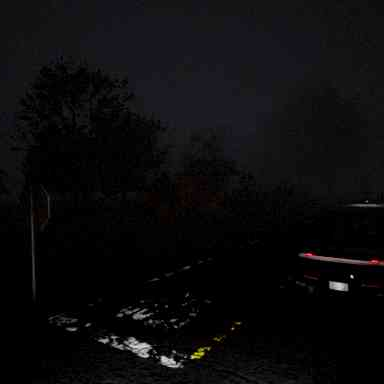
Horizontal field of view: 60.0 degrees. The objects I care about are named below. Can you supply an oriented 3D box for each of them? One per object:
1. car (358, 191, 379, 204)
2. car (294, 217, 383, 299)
[{"bbox_3d":[20.637,0.598,38.685,2.033,1.411,5.357,0,1,33],"label":"car"},{"bbox_3d":[3.799,1.329,7.655,2.128,1.511,4.902,0,1,33],"label":"car"}]
